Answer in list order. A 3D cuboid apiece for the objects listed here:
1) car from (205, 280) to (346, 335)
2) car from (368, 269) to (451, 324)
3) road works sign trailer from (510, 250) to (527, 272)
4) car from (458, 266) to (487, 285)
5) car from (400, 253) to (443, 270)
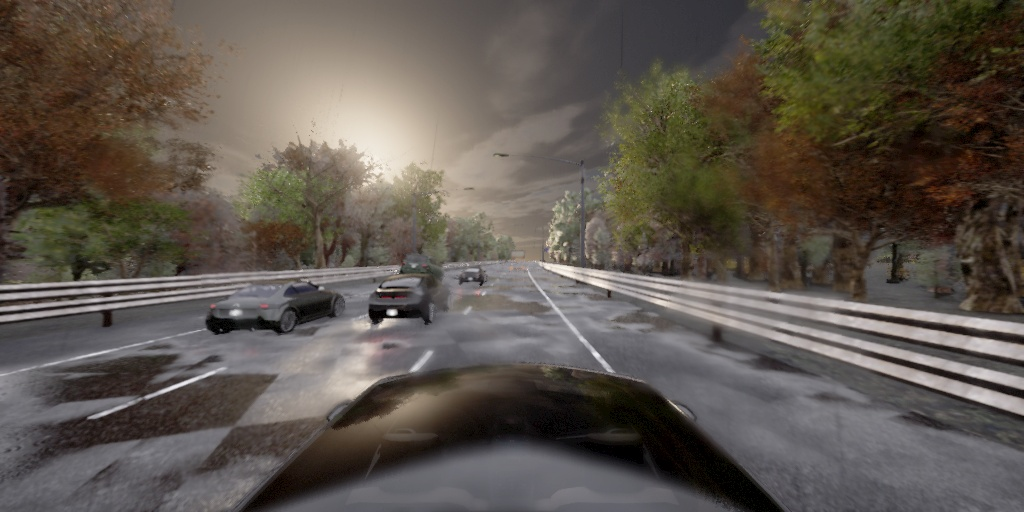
[{"bbox_3d":[-6.871,1.412,10.955,1.994,1.385,4.181,0,-1,0],"label":"car"},{"bbox_3d":[-3.359,1.371,12.523,1.837,1.490,4.892,0,-1,0],"label":"car"},{"bbox_3d":[0.963,0.794,59.266,2.380,3.560,2.880,0,0,3],"label":"road works sign trailer"},{"bbox_3d":[-3.105,1.566,29.066,1.812,1.442,4.674,0,-1,0],"label":"car"},{"bbox_3d":[-6.644,1.014,27.079,2.150,2.045,5.566,7,-5,2],"label":"car"}]
